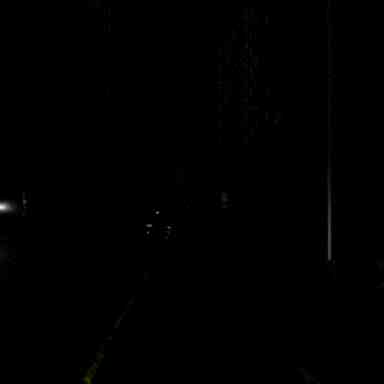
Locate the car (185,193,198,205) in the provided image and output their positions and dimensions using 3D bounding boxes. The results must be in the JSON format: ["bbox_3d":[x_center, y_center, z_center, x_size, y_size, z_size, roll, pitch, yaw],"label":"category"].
[{"bbox_3d":[-0.041,1.184,58.064,2.150,2.045,5.566,0,0,0],"label":"car"}]

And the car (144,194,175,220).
[{"bbox_3d":[-2.619,1.205,28.071,2.150,2.045,5.566,0,0,0],"label":"car"}]

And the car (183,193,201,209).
[{"bbox_3d":[0.008,1.193,45.342,2.150,2.045,5.566,0,0,1],"label":"car"}]
